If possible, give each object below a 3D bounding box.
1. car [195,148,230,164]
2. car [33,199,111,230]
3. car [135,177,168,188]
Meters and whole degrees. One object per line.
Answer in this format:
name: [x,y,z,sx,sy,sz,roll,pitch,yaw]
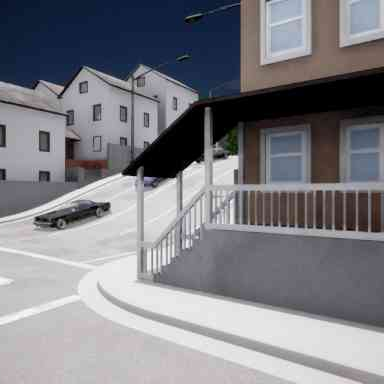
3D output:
car: [2.170,-3.893,35.296,1.895,1.301,4.718,0,12,36]
car: [-7.528,1.290,21.125,1.895,1.301,4.718,0,11,34]
car: [-2.898,-1.522,27.921,1.812,1.442,4.674,-1,19,33]
